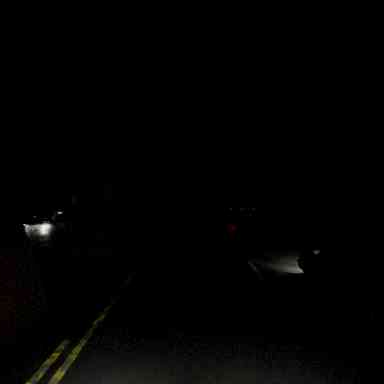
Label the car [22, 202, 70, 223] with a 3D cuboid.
[{"bbox_3d":[-10.477,1.440,24.157,1.994,1.385,4.181,0,0,0],"label":"car"}]

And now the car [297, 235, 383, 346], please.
[{"bbox_3d":[3.627,1.520,6.168,2.033,1.411,5.357,0,0,0],"label":"car"}]

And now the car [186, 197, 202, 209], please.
[{"bbox_3d":[0.312,1.329,41.177,1.812,1.442,4.674,0,0,0],"label":"car"}]

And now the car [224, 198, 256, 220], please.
[{"bbox_3d":[3.734,1.228,26.542,2.097,1.767,4.553,0,0,0],"label":"car"}]
